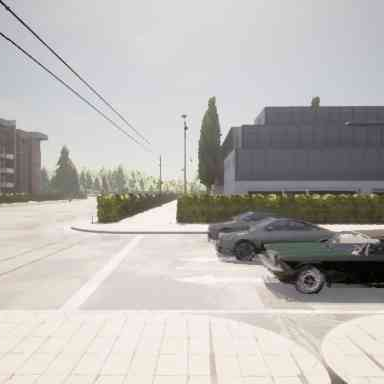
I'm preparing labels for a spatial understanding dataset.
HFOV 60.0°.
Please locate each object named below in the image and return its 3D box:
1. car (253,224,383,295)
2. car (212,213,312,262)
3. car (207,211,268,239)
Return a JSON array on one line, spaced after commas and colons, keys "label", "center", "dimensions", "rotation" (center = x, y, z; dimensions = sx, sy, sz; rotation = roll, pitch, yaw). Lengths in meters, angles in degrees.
[{"label": "car", "center": [4.087, 1.601, 8.081], "dimensions": [4.718, 1.301, 1.895], "rotation": [0, 0, 0]}, {"label": "car", "center": [2.938, 1.564, 11.585], "dimensions": [4.181, 1.385, 1.994], "rotation": [0, 0, 0]}, {"label": "car", "center": [2.793, 1.564, 15.086], "dimensions": [4.181, 1.385, 1.994], "rotation": [0, 0, 0]}]
